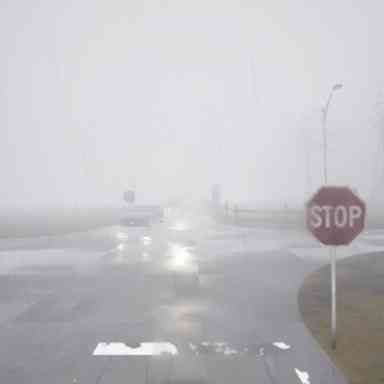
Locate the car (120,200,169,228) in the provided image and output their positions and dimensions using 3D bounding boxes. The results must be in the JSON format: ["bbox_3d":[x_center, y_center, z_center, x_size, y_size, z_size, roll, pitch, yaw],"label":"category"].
[{"bbox_3d":[-3.212,1.552,22.526,1.882,1.535,5.008,0,1,9],"label":"car"}]

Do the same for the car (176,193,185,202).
[{"bbox_3d":[-2.836,1.252,77.898,2.150,2.045,5.566,0,0,0],"label":"car"}]

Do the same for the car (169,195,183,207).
[{"bbox_3d":[-2.806,1.646,50.882,1.994,1.385,4.181,0,0,0],"label":"car"}]
